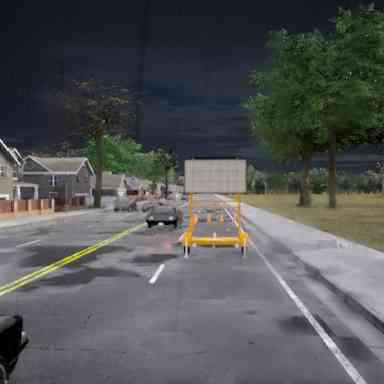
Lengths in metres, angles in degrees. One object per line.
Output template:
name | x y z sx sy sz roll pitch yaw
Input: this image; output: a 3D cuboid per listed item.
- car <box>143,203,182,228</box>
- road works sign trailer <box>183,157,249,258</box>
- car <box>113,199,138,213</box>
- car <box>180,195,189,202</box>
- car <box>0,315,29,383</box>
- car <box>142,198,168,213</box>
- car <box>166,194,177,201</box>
car | -1.702 1.613 22.112 1.895 1.301 4.718 0 0 3
road works sign trailer | 0.891 0.468 12.738 2.380 3.560 2.880 0 0 3
car | -7.471 1.533 37.758 1.837 1.490 4.892 0 0 3
car | -1.673 1.516 78.369 2.033 1.411 5.357 0 0 3
car | -2.928 1.601 1.737 1.895 1.301 4.718 0 0 3
car | -4.257 1.591 37.040 1.994 1.385 4.181 0 0 3
car | -4.891 1.296 79.009 2.097 1.767 4.553 0 0 3
